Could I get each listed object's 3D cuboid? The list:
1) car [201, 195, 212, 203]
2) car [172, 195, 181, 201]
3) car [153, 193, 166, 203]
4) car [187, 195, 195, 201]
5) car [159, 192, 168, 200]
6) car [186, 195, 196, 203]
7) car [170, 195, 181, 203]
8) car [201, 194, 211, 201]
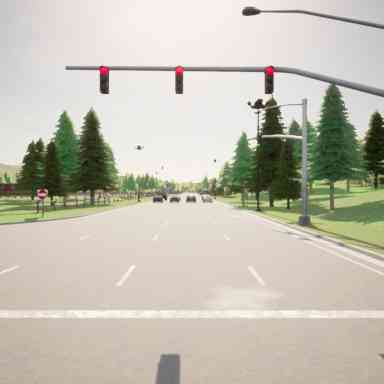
[{"bbox_3d":[3.336,1.516,70.791,1.812,1.442,4.674,0,0,0],"label":"car"},{"bbox_3d":[-3.687,1.427,80.808,1.895,1.301,4.718,0,0,0],"label":"car"},{"bbox_3d":[-7.163,1.469,70.350,1.882,1.535,5.008,0,0,0],"label":"car"},{"bbox_3d":[-0.187,1.384,80.786,1.994,1.385,4.181,0,0,0],"label":"car"},{"bbox_3d":[-7.187,1.057,80.800,2.150,2.045,5.566,0,0,0],"label":"car"},{"bbox_3d":[-0.164,1.346,70.720,2.097,1.767,4.553,0,0,0],"label":"car"},{"bbox_3d":[-3.663,1.491,70.358,1.837,1.490,4.892,0,0,0],"label":"car"},{"bbox_3d":[3.313,1.357,80.794,2.128,1.511,4.902,0,0,0],"label":"car"}]
